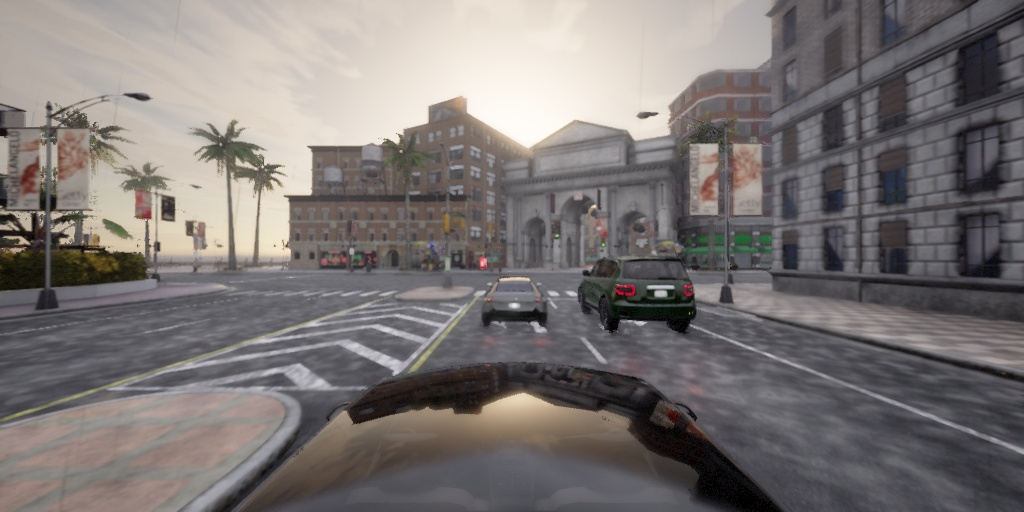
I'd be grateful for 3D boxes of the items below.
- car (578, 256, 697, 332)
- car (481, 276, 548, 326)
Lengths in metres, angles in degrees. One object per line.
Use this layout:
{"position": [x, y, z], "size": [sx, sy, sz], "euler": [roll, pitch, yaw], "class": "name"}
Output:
{"position": [3.577, 1.021, 11.274], "size": [2.150, 2.045, 5.566], "euler": [0, -1, 0], "class": "car"}
{"position": [0.080, 1.368, 11.991], "size": [1.994, 1.385, 4.181], "euler": [0, 0, 0], "class": "car"}
